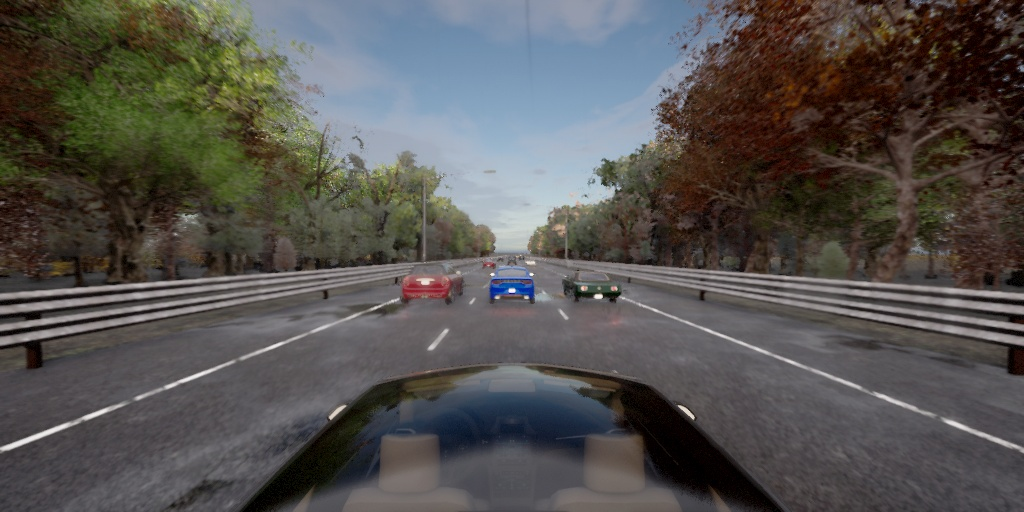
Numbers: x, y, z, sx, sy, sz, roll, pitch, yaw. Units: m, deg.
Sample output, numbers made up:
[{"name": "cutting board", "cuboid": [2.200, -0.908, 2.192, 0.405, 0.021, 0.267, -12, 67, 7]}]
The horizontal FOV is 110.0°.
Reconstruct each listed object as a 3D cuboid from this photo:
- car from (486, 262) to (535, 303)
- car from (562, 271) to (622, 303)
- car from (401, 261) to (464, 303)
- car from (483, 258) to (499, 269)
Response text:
[{"name": "car", "cuboid": [0.004, 1.222, 16.739, 1.882, 1.535, 5.008, 0, 0, 0]}, {"name": "car", "cuboid": [3.503, 1.345, 16.713, 1.895, 1.301, 4.718, 0, 0, 0]}, {"name": "car", "cuboid": [-3.497, 1.096, 16.618, 2.097, 1.767, 4.553, 0, 0, 0]}, {"name": "car", "cuboid": [-3.490, 1.232, 55.784, 1.812, 1.442, 4.674, 0, 0, 0]}]
